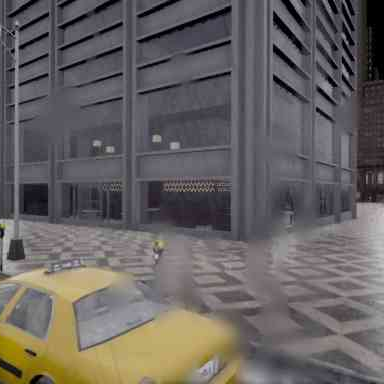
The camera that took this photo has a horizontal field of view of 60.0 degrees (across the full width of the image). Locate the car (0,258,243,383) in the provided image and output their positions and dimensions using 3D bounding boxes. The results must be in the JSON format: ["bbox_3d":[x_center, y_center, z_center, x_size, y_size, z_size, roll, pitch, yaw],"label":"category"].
[{"bbox_3d":[-1.763,1.525,4.224,4.829,1.417,1.752,0,0,36],"label":"car"}]
